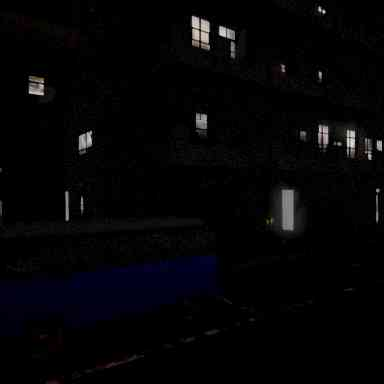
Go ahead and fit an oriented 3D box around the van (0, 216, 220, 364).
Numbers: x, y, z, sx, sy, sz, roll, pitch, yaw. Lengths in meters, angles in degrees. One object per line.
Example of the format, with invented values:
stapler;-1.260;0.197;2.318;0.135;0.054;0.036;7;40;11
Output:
van;-1.411;1.341;5.559;3.998;1.788;1.690;0;0;-35
